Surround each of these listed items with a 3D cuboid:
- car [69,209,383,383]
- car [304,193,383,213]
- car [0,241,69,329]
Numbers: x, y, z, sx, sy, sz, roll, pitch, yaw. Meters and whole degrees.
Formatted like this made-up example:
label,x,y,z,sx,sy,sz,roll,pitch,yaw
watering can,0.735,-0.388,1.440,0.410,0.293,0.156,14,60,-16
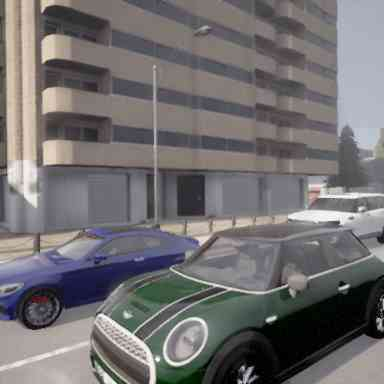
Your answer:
label,x,y,z,sx,sy,sz,roll,pitch,yaw
car,0.934,1.312,4.761,4.553,1.767,2.097,-1,1,-38
car,5.967,1.072,13.143,5.566,2.045,2.150,-1,0,-38
car,-1.781,1.502,7.078,4.674,1.442,1.812,-1,0,-38
